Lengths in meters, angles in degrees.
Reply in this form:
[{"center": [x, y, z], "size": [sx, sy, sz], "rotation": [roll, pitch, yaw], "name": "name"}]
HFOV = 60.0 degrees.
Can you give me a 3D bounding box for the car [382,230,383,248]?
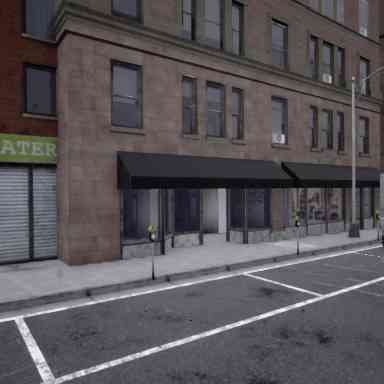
[{"center": [9.199, 1.540, 13.104], "size": [4.507, 1.381, 1.887], "rotation": [0, -1, -35], "name": "car"}]
